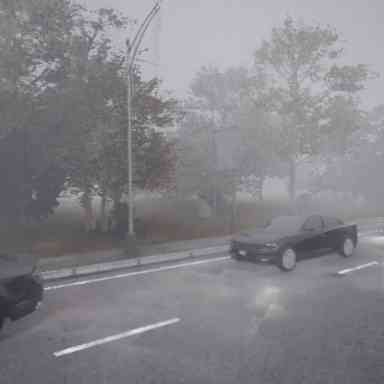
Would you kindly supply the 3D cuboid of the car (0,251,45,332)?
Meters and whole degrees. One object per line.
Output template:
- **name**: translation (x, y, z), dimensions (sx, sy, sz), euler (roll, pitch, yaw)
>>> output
- **car**: translation (-4.809, 1.571, 4.821), dimensions (4.892, 1.490, 1.837), euler (-1, 0, -36)

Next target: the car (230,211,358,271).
- **car**: translation (3.446, 1.415, 10.866), dimensions (5.008, 1.535, 1.882), euler (-1, 0, -36)
